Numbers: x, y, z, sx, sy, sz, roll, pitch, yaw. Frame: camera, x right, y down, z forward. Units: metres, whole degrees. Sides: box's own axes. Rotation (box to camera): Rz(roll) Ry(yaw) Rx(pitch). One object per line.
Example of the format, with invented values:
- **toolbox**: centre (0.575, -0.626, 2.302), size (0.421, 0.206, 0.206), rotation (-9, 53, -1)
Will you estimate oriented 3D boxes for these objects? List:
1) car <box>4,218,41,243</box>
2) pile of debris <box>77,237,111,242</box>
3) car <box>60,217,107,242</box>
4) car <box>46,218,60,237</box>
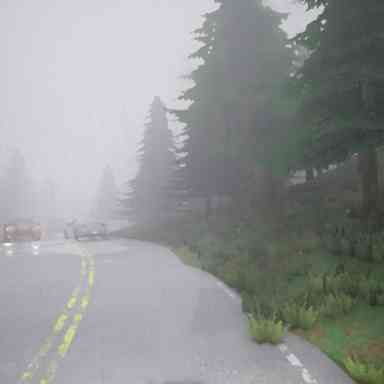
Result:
- **car**: centre (-11.972, 2.576, 23.374), size (2.097, 1.767, 4.553), rotation (1, -6, -31)
- **pile of debris**: centre (-5.851, 2.837, 19.870), size (1.500, 0.140, 1.860), rotation (1, -5, -32)
- **car**: centre (-6.833, 2.318, 21.168), size (1.812, 1.442, 4.674), rotation (0, -6, -32)
- **car**: centre (-15.674, 4.126, 38.988), size (2.150, 2.045, 5.566), rotation (0, -7, -16)
